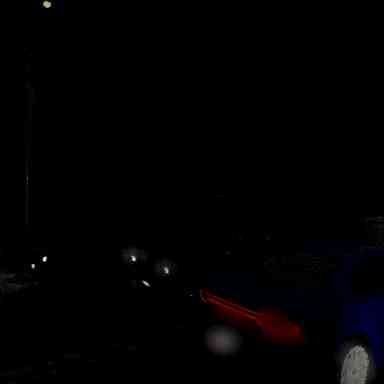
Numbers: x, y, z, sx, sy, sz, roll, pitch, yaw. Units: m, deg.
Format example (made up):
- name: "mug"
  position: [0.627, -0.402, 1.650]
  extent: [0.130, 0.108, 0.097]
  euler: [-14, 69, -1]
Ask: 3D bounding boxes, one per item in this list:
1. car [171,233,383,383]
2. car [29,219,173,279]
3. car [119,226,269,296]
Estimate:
- name: "car"
  position: [2.348, 1.491, 5.107]
  extent: [5.008, 1.535, 1.882]
  euler: [0, 0, -35]
- name: "car"
  position: [-1.977, 1.559, 10.254]
  extent: [5.357, 1.411, 2.033]
  euler: [0, 0, -35]
- name: "car"
  position: [0.841, 1.616, 8.270]
  extent: [4.718, 1.301, 1.895]
  euler: [0, 0, -35]
